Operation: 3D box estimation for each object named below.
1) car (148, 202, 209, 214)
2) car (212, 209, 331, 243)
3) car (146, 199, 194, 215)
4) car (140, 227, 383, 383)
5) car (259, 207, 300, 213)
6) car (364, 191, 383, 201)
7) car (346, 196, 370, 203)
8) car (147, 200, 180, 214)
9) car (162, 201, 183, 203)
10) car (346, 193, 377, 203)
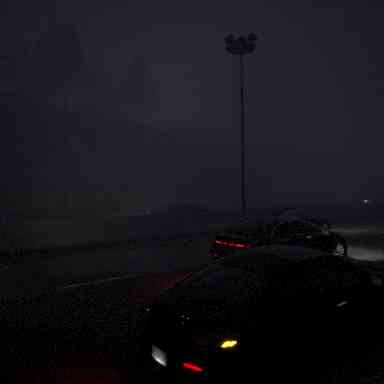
[{"bbox_3d":[-0.598,1.689,25.204,4.718,1.301,1.895,-1,0,-36],"label":"car"},{"bbox_3d":[2.785,1.499,10.107,4.892,1.490,1.837,-1,0,-36],"label":"car"},{"bbox_3d":[-2.373,1.627,36.896,5.008,1.535,1.882,-1,0,-36],"label":"car"},{"bbox_3d":[1.517,1.523,4.855,4.674,1.442,1.812,-1,0,-36],"label":"car"},{"bbox_3d":[4.631,1.475,15.780,4.902,1.511,2.128,-1,0,-36],"label":"car"},{"bbox_3d":[30.004,0.953,56.044,5.566,2.045,2.150,-1,0,-36],"label":"car"},{"bbox_3d":[30.233,1.338,60.516,4.718,1.301,1.895,-1,0,-36],"label":"car"},{"bbox_3d":[-2.075,1.637,32.785,4.892,1.490,1.837,-1,0,-36],"label":"car"},{"bbox_3d":[-0.862,1.705,29.341,4.718,1.301,1.895,-1,0,-36],"label":"car"},{"bbox_3d":[23.810,1.299,47.238,4.892,1.490,1.837,-2,0,-35],"label":"car"}]
